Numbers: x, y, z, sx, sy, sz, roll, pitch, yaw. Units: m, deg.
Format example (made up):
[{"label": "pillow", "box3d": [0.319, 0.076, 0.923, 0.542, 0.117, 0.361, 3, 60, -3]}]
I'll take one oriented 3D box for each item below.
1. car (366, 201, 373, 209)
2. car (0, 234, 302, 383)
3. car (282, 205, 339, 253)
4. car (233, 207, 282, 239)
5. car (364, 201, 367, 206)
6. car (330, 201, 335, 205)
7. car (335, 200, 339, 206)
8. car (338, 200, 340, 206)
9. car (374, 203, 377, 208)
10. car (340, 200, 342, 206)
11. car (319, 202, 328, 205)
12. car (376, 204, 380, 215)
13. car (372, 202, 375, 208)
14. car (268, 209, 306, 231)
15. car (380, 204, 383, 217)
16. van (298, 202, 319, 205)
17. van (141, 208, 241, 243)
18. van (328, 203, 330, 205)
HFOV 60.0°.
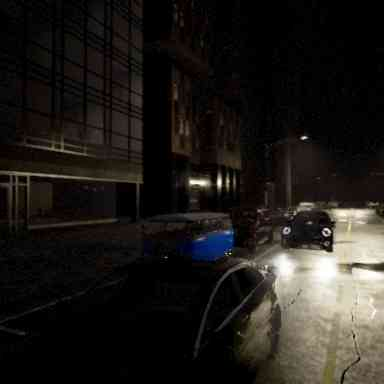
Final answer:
[{"label": "car", "box3d": [39.593, 3.073, 72.264, 2.008, 1.369, 4.403, -1, -1, 26]}, {"label": "car", "box3d": [-0.239, 1.572, 3.826, 2.128, 1.511, 4.902, -1, -1, 26]}, {"label": "car", "box3d": [5.567, 1.673, 15.537, 2.097, 1.767, 4.553, -1, -1, 26]}, {"label": "car", "box3d": [2.472, 1.633, 15.480, 2.192, 1.841, 5.009, 0, -1, 26]}, {"label": "car", "box3d": [44.502, 3.183, 82.352, 1.967, 1.590, 4.097, -1, -1, 26]}, {"label": "car", "box3d": [24.487, 2.783, 60.709, 1.752, 1.417, 4.829, -1, -1, 26]}, {"label": "car", "box3d": [31.925, 3.157, 75.989, 1.947, 1.339, 4.313, -1, -1, 26]}, {"label": "car", "box3d": [34.380, 3.141, 81.035, 1.967, 1.590, 4.097, -1, -1, 26]}, {"label": "car", "box3d": [27.397, 2.507, 47.206, 1.752, 1.417, 4.829, 0, -1, 26]}, {"label": "car", "box3d": [36.835, 3.126, 86.080, 2.192, 1.841, 5.009, -1, -1, 26]}, {"label": "car", "box3d": [17.199, 2.383, 45.735, 1.967, 1.590, 4.097, 0, -1, 26]}, {"label": "car", "box3d": [24.868, 2.440, 42.010, 1.947, 1.339, 4.313, 0, -1, 26]}, {"label": "car", "box3d": [29.851, 2.613, 52.249, 1.752, 1.417, 4.829, -1, -1, 26]}, {"label": "car", "box3d": [7.380, 2.076, 25.561, 2.008, 1.369, 4.403, 0, -1, 26]}, {"label": "car", "box3d": [22.413, 2.315, 36.968, 1.887, 1.381, 4.507, 0, -1, 26]}, {"label": "van", "box3d": [12.290, 2.075, 35.651, 1.690, 1.788, 3.998, 0, -1, 26]}, {"label": "van", "box3d": [0.017, 1.555, 10.437, 1.690, 1.788, 3.998, 0, -1, 26]}, {"label": "van", "box3d": [19.654, 2.388, 50.780, 1.690, 1.788, 3.998, 0, -1, 26]}]
